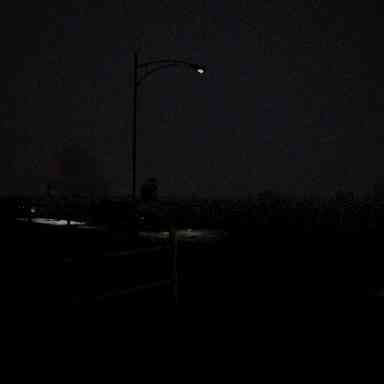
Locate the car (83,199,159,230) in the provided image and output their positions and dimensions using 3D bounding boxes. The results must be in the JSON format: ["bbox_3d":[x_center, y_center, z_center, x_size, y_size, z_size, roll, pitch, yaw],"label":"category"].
[{"bbox_3d":[-4.099,1.196,18.865,5.008,1.535,1.882,1,0,36],"label":"car"}]

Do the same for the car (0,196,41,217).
[{"bbox_3d":[-13.460,1.058,25.441,4.902,1.511,2.128,1,0,36],"label":"car"}]
